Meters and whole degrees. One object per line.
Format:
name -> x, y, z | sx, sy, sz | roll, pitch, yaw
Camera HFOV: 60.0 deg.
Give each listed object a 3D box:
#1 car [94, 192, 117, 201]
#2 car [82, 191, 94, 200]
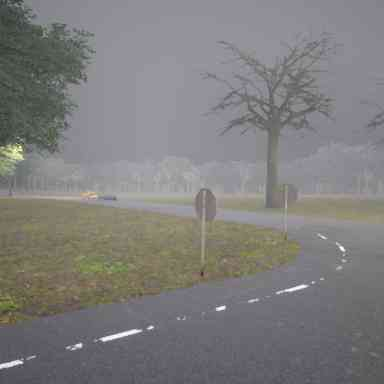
car -> -13.744, 0.720, 53.690 | 1.994, 1.385, 4.181 | 2, -1, -35
car -> -18.306, 0.601, 59.987 | 1.882, 1.535, 5.008 | 2, -1, -36
